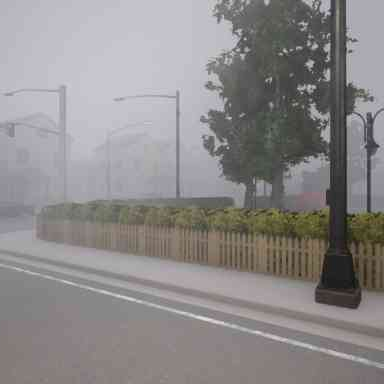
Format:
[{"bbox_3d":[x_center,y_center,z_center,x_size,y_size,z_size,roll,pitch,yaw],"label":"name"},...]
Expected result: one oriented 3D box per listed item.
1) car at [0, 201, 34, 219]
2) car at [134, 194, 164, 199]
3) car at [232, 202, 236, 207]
[{"bbox_3d":[-15.300,1.478,26.601,1.882,1.535,5.008,0,0,35],"label":"car"},{"bbox_3d":[-5.631,1.223,40.516,2.150,2.045,5.566,0,0,35],"label":"car"},{"bbox_3d":[4.863,1.564,49.139,1.994,1.385,4.181,0,0,35],"label":"car"}]
